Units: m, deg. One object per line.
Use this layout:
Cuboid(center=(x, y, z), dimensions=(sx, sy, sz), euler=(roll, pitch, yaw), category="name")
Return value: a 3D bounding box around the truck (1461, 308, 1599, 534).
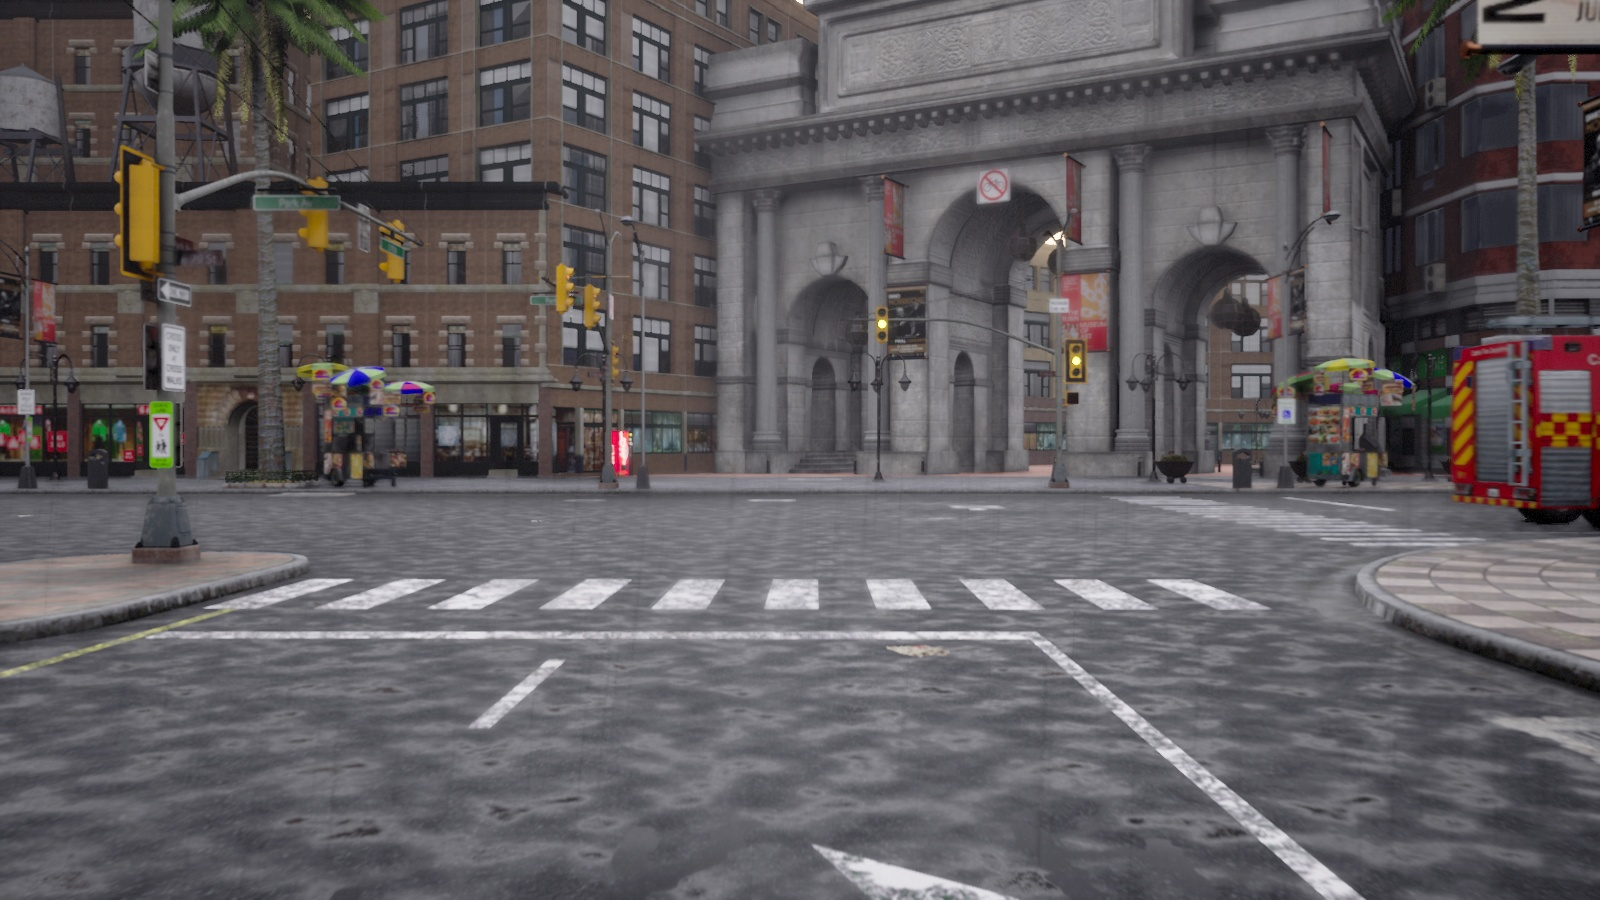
Cuboid(center=(16.943, -0.502, 22.666), dimensions=(8.468, 3.827, 2.891), euler=(0, 0, 1), category="truck")
